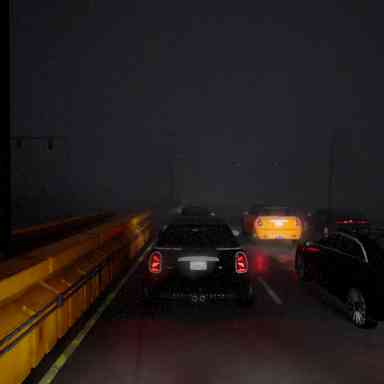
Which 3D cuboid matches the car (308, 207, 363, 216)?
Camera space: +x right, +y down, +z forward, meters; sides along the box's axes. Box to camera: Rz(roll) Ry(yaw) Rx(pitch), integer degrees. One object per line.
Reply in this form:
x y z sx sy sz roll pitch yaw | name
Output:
7.153 1.505 16.879 1.837 1.490 4.892 0 0 0 | car

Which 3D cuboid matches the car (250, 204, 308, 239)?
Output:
3.651 1.352 16.009 2.097 1.767 4.553 0 0 0 | car

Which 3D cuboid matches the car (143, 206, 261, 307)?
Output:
0.123 1.352 8.138 2.097 1.767 4.553 0 0 0 | car

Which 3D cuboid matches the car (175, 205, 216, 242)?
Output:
0.154 1.505 17.313 1.837 1.490 4.892 0 0 0 | car

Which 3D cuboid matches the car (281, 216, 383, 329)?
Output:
3.620 1.492 6.898 2.128 1.511 4.902 0 0 0 | car
